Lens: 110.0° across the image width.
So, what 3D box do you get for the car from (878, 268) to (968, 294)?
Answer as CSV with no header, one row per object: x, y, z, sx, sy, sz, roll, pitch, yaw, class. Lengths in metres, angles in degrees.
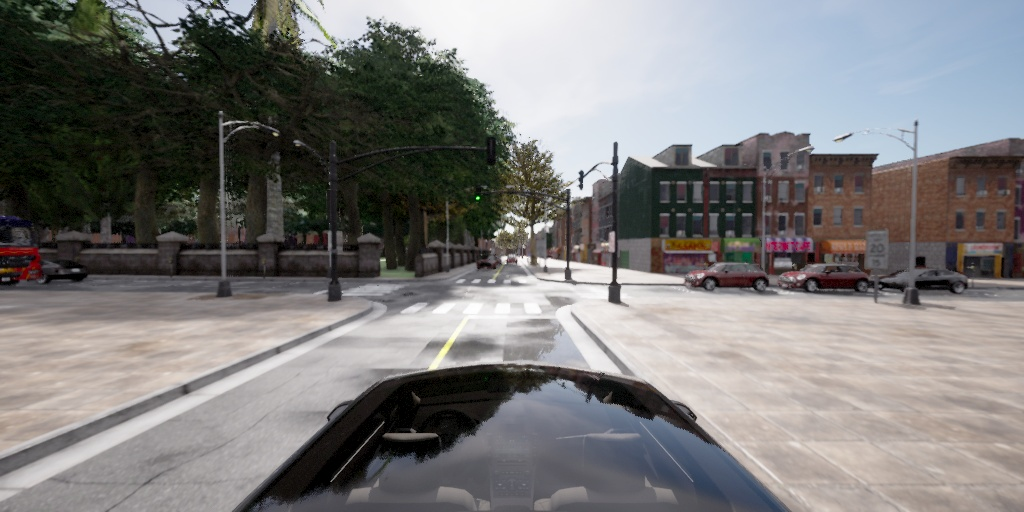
22.695,1.339,20.076,4.313,1.339,1.948,0,0,0,car

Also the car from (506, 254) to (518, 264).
0.006,0.678,61.121,1.895,1.301,4.718,0,1,0,car

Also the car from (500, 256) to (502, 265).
-2.778,0.458,58.114,2.097,1.767,4.553,0,1,0,car

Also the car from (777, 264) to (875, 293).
17.261,1.150,20.076,4.097,1.591,1.967,0,0,0,car

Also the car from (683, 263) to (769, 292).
11.827,1.089,20.076,4.097,1.591,1.967,0,0,0,car

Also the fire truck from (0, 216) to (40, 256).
-28.764,-0.362,17.379,8.468,3.827,2.891,1,2,0,fire truck

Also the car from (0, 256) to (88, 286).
-26.490,0.815,20.077,4.313,1.339,1.948,0,0,0,car

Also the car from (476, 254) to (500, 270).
-2.828,0.640,40.745,2.097,1.767,4.553,0,1,0,car
